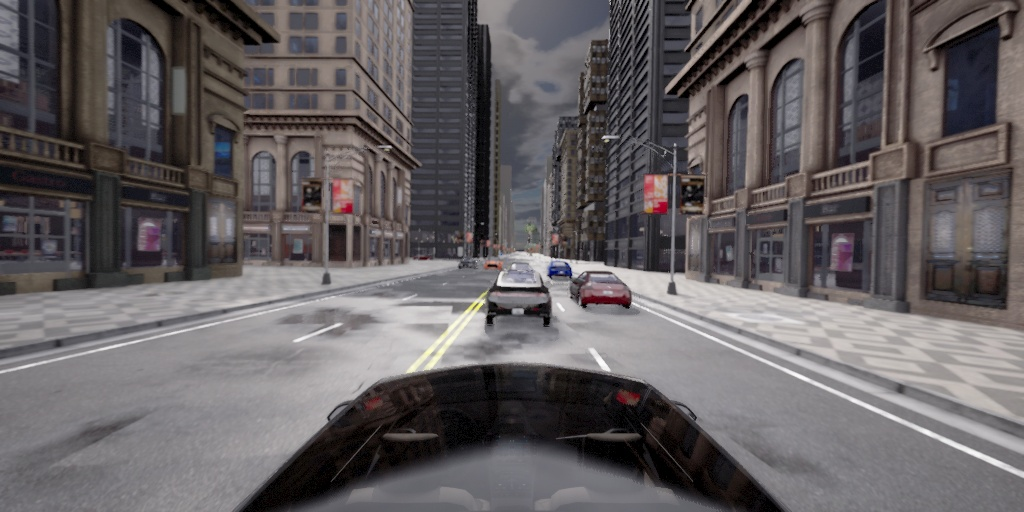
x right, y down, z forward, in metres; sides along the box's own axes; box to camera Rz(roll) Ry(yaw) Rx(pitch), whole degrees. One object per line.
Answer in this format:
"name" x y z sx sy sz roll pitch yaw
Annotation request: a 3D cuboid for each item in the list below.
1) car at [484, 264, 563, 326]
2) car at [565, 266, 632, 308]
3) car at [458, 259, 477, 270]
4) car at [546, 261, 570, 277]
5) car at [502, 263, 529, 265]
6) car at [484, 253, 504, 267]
"car" 0.239 1.198 11.542 2.128 1.511 4.902 1 0 2
"car" 3.612 1.309 15.249 1.994 1.385 4.181 1 0 2
"car" -5.515 1.014 45.001 1.994 1.385 4.181 1 0 2
"car" 4.042 1.153 31.222 1.882 1.535 5.008 1 0 2
"car" 0.621 1.191 26.073 2.033 1.411 5.357 1 0 2
"car" -2.268 0.857 44.679 2.097 1.767 4.553 1 0 2
